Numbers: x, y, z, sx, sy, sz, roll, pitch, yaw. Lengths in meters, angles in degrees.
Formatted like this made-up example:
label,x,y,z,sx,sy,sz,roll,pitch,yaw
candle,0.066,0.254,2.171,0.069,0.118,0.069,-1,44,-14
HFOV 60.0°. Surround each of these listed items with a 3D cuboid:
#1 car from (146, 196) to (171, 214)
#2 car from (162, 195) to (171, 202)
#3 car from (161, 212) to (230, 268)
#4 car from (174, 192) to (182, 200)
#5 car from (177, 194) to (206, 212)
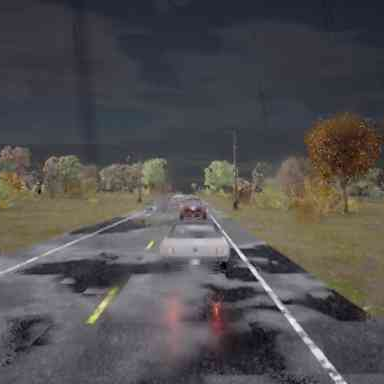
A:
label,x,y,z,sx,sy,sz,roll,pitch,yaw
car,-3.606,1.454,34.884,2.128,1.511,4.902,0,0,0
car,-5.839,1.464,75.993,1.895,1.301,4.718,0,0,-7
car,0.088,1.586,11.130,1.895,1.301,4.718,0,0,0
car,-3.477,0.994,87.578,2.150,2.045,5.566,0,0,-1
car,0.083,1.320,27.716,2.097,1.767,4.553,0,0,0
